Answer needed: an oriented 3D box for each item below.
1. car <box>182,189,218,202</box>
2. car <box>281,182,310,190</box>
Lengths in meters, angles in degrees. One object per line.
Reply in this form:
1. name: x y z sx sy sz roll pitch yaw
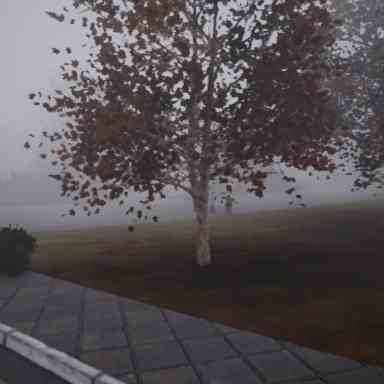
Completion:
1. car: 1.019 0.361 41.623 4.892 1.490 1.837 -3 3 -32
2. car: 15.441 -0.712 49.549 4.892 1.490 1.837 -3 3 -25
